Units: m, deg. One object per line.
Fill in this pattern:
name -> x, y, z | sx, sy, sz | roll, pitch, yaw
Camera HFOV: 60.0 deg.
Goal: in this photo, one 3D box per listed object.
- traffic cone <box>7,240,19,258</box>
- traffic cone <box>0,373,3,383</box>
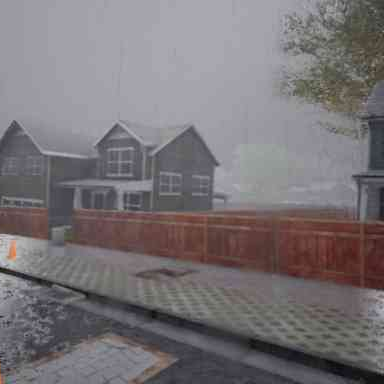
traffic cone -> -6.179, 1.964, 11.490 | 0.340, 0.580, 0.340 | 1, -1, -36
traffic cone -> -2.025, 2.005, 3.404 | 0.340, 0.580, 0.340 | 0, -1, 37
